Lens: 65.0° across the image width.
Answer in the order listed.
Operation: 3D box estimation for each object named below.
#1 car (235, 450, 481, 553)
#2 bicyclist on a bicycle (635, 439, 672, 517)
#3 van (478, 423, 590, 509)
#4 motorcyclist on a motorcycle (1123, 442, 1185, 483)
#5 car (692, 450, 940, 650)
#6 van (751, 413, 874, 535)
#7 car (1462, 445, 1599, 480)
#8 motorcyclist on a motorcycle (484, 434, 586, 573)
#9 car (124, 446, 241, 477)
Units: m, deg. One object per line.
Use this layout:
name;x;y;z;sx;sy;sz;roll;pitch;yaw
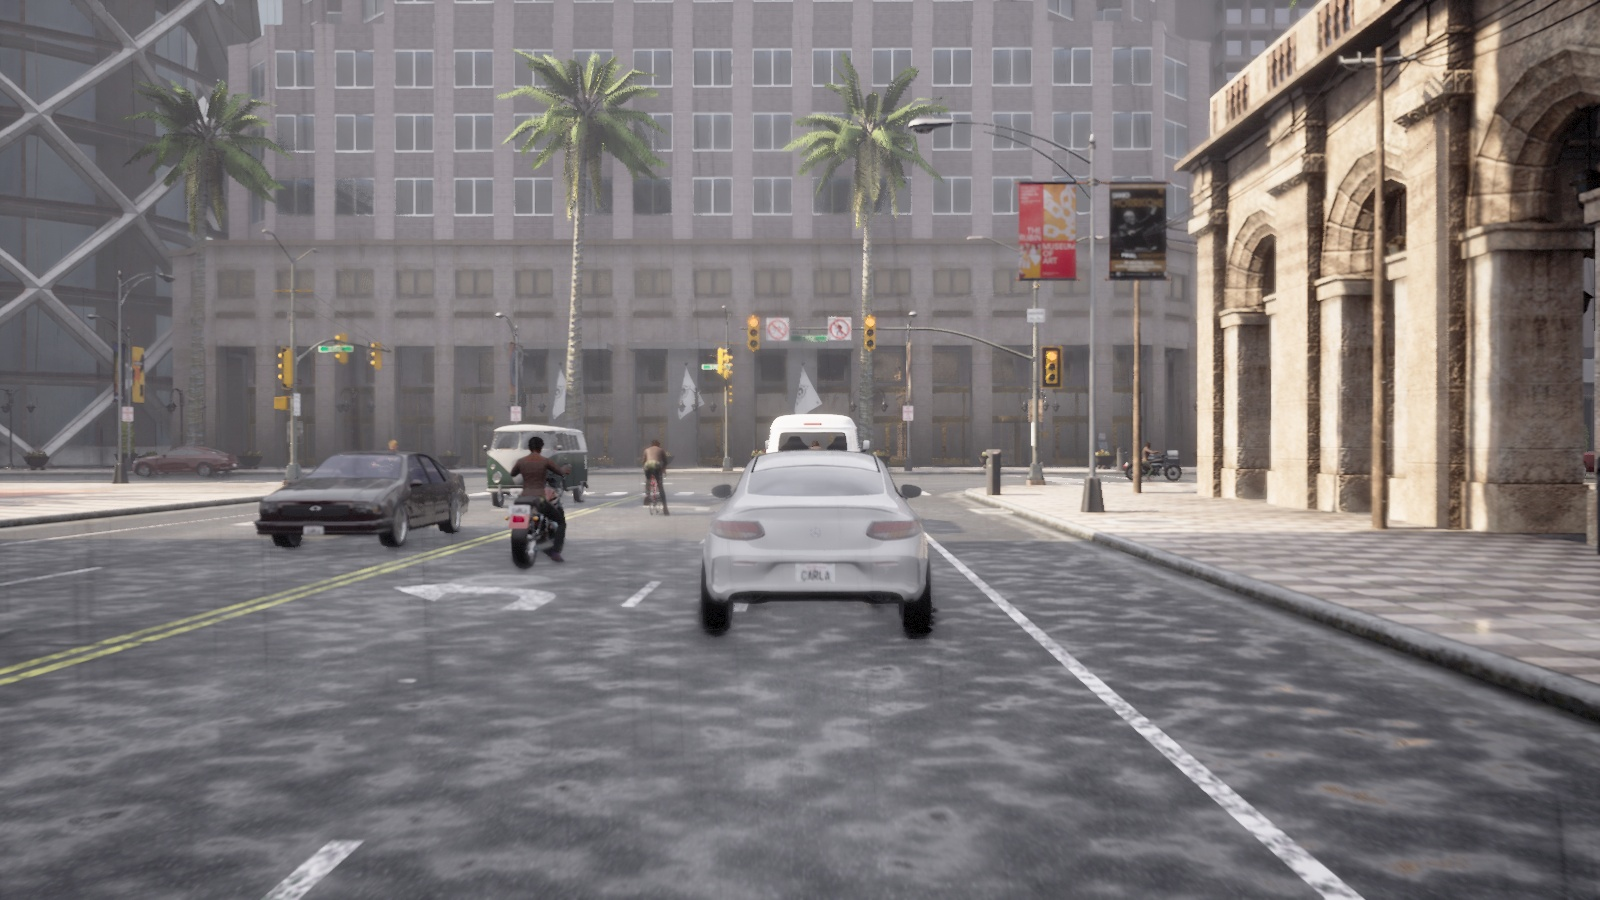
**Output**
car;-6.764;0.709;19.968;2.033;1.411;5.357;0;0;0
bicyclist on a bicycle;-3.132;0.589;26.974;0.582;1.620;1.656;0;0;1
van;-6.518;0.370;31.259;1.775;1.987;4.442;0;0;1
motorcyclist on a motorcycle;14.534;0.502;51.596;2.350;1.649;0.766;0;0;1
car;0.149;0.726;11.521;1.812;1.442;4.674;0;0;1
van;0.293;0.380;23.291;2.069;2.038;4.480;0;1;2
car;31.885;0.531;54.752;5.008;1.535;1.882;0;0;1
motorcyclist on a motorcycle;-3.338;0.630;16.041;0.766;1.649;2.350;0;0;1
car;-29.163;0.511;59.386;4.674;1.442;1.812;0;0;0
